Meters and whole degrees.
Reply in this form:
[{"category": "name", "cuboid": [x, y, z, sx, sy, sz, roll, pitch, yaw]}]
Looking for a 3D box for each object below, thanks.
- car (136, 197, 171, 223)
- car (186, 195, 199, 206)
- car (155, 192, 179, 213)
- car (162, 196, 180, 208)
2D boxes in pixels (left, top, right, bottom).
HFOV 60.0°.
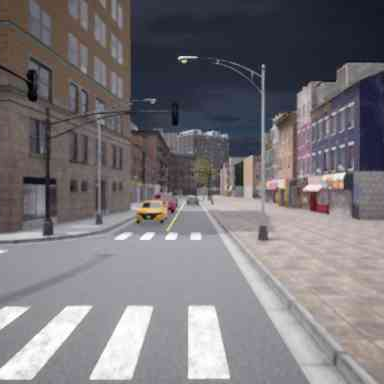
[{"category": "car", "cuboid": [-2.849, 1.363, 24.411, 1.882, 1.535, 5.008, 0, 0, 0]}, {"category": "car", "cuboid": [0.094, 1.260, 50.974, 2.128, 1.511, 4.902, 0, 0, 0]}, {"category": "car", "cuboid": [-2.855, 1.059, 34.557, 2.150, 2.045, 5.566, 0, 1, 0]}, {"category": "car", "cuboid": [-2.842, 1.285, 45.330, 2.128, 1.511, 4.902, 0, 0, 0]}]
